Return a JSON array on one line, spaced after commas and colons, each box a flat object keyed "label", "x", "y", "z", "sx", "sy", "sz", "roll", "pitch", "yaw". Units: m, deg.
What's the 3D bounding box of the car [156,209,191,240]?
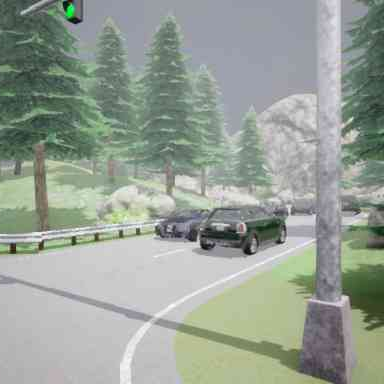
[{"label": "car", "x": 0.090, "y": 1.578, "z": 16.910, "sx": 1.994, "sy": 1.385, "sz": 4.181, "roll": 0, "pitch": 0, "yaw": 35}]

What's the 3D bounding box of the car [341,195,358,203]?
[{"label": "car", "x": 16.291, "y": 1.360, "z": 34.657, "sx": 2.150, "sy": 2.045, "sz": 5.566, "roll": 0, "pitch": -1, "yaw": 28}]

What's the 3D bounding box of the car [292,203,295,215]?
[{"label": "car", "x": 5.733, "y": 1.506, "z": 25.100, "sx": 2.128, "sy": 1.511, "sz": 4.902, "roll": 0, "pitch": 0, "yaw": 35}]

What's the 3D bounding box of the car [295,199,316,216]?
[{"label": "car", "x": 11.314, "y": 1.519, "z": 33.658, "sx": 1.837, "sy": 1.490, "sz": 4.892, "roll": 0, "pitch": 0, "yaw": 28}]

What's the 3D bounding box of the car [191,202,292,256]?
[{"label": "car", "x": 2.223, "y": 1.313, "z": 13.655, "sx": 2.097, "sy": 1.767, "sz": 4.553, "roll": 0, "pitch": 0, "yaw": 35}]
